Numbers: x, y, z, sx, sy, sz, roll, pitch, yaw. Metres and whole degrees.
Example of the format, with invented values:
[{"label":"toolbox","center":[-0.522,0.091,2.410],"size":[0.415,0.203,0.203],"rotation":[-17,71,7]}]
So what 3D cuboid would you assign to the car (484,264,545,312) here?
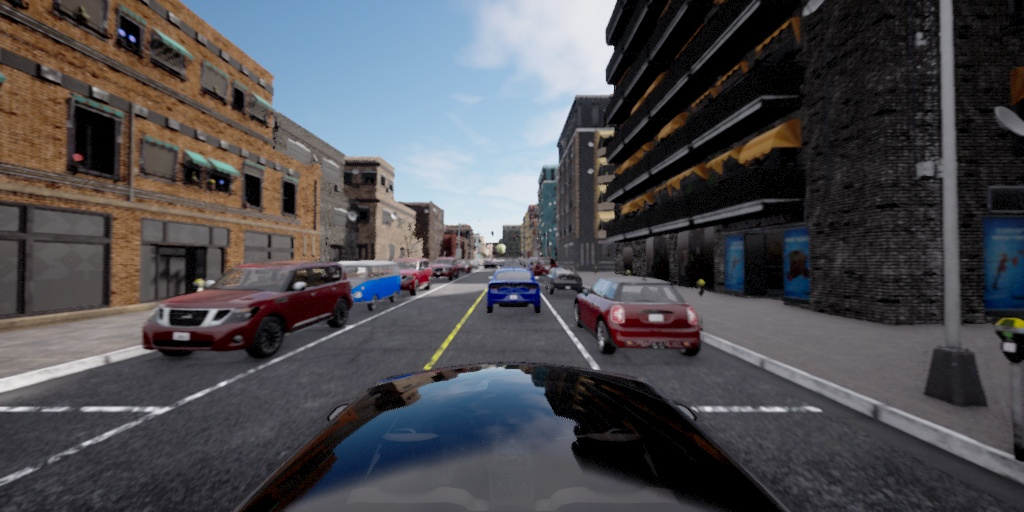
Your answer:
[{"label":"car","center":[0.068,1.213,14.140],"size":[1.882,1.535,5.008],"rotation":[0,-1,0]}]

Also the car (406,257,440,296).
[{"label":"car","center":[-5.692,1.042,19.489],"size":[2.192,1.841,5.009],"rotation":[0,0,0]}]

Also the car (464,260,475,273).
[{"label":"car","center":[-5.694,1.138,41.118],"size":[1.967,1.591,4.097],"rotation":[0,0,0]}]

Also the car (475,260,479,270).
[{"label":"car","center":[-5.696,1.233,51.932],"size":[2.007,1.370,4.403],"rotation":[0,0,0]}]

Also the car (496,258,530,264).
[{"label":"car","center":[0.062,1.066,28.499],"size":[2.097,1.767,4.553],"rotation":[0,0,0]}]

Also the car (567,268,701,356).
[{"label":"car","center":[2.690,1.181,8.669],"size":[1.967,1.591,4.097],"rotation":[0,0,0]}]

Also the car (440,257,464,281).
[{"label":"car","center":[-5.693,1.027,30.303],"size":[2.192,1.841,5.009],"rotation":[0,0,0]}]

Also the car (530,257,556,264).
[{"label":"car","center":[2.687,1.027,30.297],"size":[2.192,1.841,5.009],"rotation":[0,0,0]}]

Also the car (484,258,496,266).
[{"label":"car","center":[-3.070,1.283,52.523],"size":[1.895,1.301,4.718],"rotation":[0,0,0]}]

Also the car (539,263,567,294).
[{"label":"car","center":[2.689,1.278,19.483],"size":[2.007,1.370,4.403],"rotation":[0,0,0]}]

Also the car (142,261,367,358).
[{"label":"car","center":[-5.691,1.056,8.675],"size":[2.192,1.841,5.009],"rotation":[0,0,0]}]

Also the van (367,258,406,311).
[{"label":"van","center":[-5.692,1.076,14.082],"size":[1.690,1.789,3.998],"rotation":[0,0,0]}]
